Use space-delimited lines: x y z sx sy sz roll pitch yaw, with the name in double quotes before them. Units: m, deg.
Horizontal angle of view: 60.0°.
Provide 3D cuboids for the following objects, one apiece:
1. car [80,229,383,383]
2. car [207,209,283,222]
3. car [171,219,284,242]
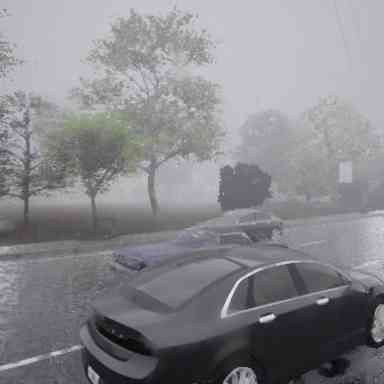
"car" 1.000 1.514 4.637 4.892 1.490 1.837 0 0 -37
"car" 2.063 1.530 14.569 4.892 1.490 1.837 0 0 -39
"car" 0.336 1.619 8.733 4.718 1.301 1.895 0 0 -38
